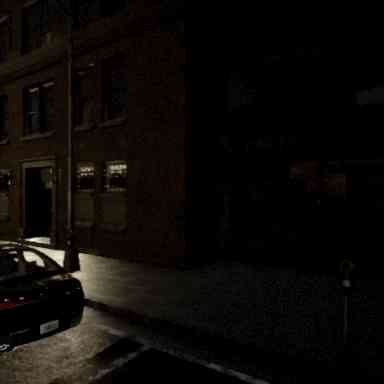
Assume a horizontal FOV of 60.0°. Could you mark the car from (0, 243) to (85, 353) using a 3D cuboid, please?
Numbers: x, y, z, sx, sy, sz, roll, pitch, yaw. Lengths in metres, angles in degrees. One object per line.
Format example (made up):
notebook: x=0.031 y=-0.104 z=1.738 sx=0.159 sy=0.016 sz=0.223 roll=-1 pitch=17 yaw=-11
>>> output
car: x=-3.675 y=1.567 z=5.710 sx=4.403 sy=1.369 sz=2.008 roll=0 pitch=0 yaw=36
